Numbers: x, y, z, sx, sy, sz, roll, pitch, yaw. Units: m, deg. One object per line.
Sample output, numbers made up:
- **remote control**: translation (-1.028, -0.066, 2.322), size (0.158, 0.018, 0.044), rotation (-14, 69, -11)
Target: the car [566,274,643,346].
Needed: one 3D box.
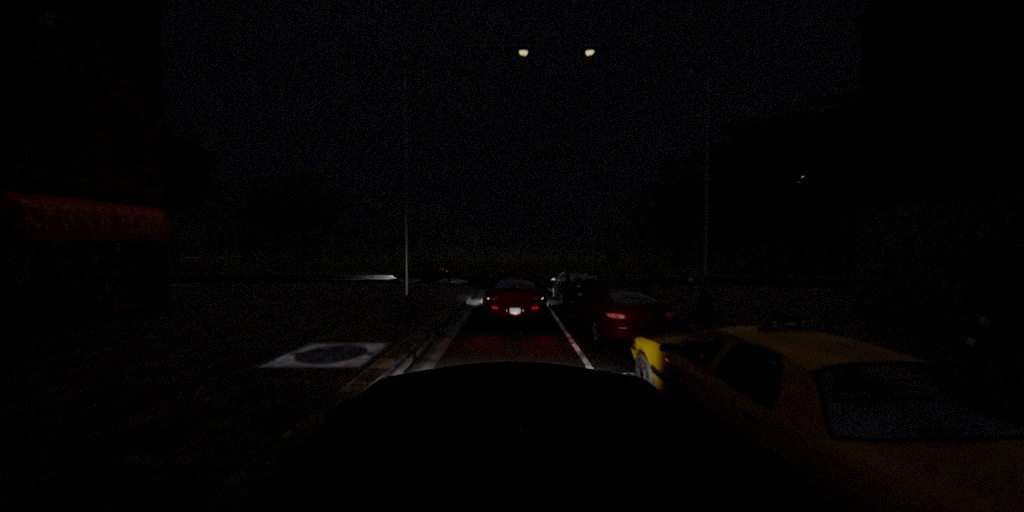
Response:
- **car**: translation (2.641, 1.292, 9.025), size (1.802, 1.307, 4.207), rotation (0, 0, 0)

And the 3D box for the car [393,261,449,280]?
- **car**: translation (-7.010, 1.107, 27.795), size (4.181, 1.385, 1.994), rotation (1, 1, 8)

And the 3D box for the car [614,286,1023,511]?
- **car**: translation (2.638, 1.266, 3.662), size (1.751, 1.417, 4.829), rotation (0, 0, 0)

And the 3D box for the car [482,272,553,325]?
- **car**: translation (0.087, 1.223, 11.453), size (1.812, 1.442, 4.674), rotation (0, 0, 0)

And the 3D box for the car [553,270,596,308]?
- **car**: translation (2.644, 1.230, 14.557), size (2.007, 1.370, 4.403), rotation (0, 0, 0)
